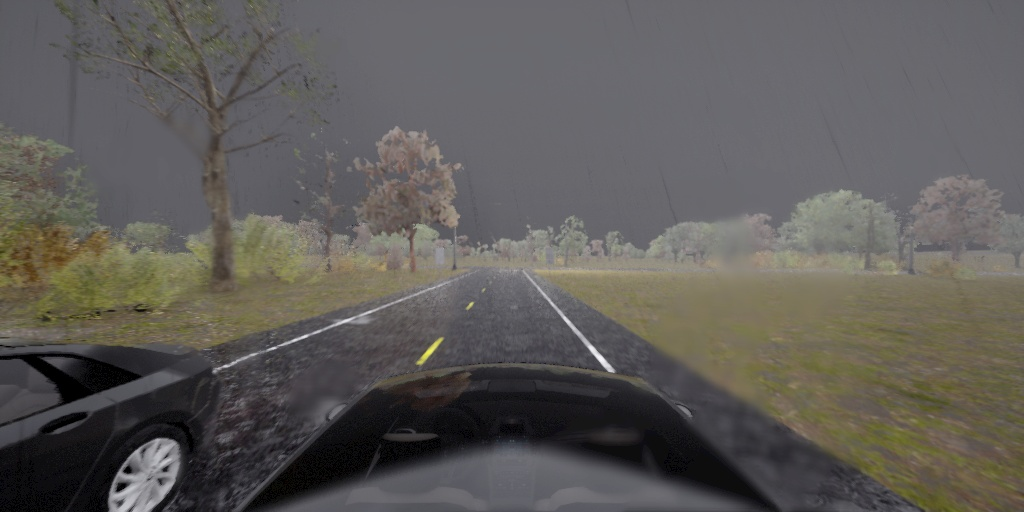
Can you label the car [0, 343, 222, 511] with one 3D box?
[{"bbox_3d":[-3.598,1.251,1.273,1.837,1.490,4.892,0,0,0],"label":"car"}]
